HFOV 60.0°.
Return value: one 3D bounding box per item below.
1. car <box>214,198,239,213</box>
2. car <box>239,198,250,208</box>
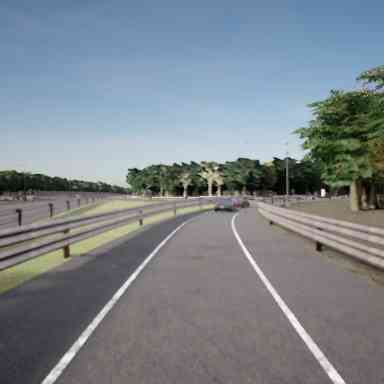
[{"bbox_3d":[3.823,1.571,38.011,1.994,1.385,4.181,0,0,16],"label":"car"},{"bbox_3d":[7.003,1.564,48.045,2.033,1.411,5.357,0,0,22],"label":"car"}]
